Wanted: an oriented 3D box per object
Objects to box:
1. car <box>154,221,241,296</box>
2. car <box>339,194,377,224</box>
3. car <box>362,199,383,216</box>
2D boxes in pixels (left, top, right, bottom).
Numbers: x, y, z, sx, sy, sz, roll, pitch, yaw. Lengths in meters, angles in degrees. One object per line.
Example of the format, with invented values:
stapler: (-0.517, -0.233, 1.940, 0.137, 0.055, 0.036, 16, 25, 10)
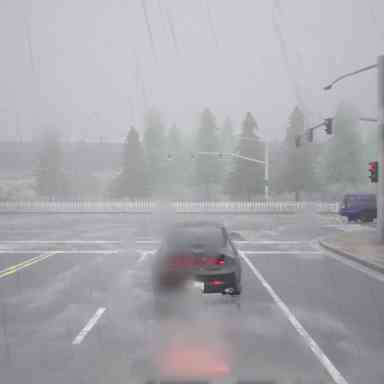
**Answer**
car: (0.197, 1.506, 8.653, 1.837, 1.490, 4.892, 0, 0, 3)
car: (13.418, 1.165, 23.601, 5.566, 2.045, 2.150, 0, 0, 0)
car: (18.739, 1.422, 30.740, 5.008, 1.535, 1.882, 0, 0, 1)
